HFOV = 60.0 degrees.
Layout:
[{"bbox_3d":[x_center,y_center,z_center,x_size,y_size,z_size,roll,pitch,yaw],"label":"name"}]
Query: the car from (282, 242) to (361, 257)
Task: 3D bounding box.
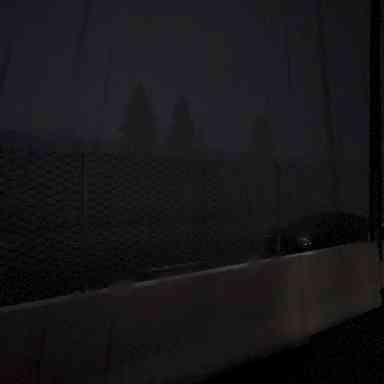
[{"bbox_3d":[4.629,1.422,11.591,5.008,1.535,1.882,0,0,-36],"label":"car"}]
